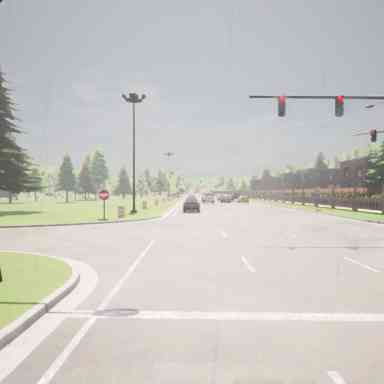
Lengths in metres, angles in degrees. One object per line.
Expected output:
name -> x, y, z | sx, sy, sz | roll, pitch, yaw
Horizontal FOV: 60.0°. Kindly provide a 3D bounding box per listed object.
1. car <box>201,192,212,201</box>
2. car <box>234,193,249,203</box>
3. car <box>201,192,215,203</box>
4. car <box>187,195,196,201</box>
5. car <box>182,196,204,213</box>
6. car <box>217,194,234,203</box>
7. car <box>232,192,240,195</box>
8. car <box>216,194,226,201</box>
car -> 3.393, 1.057, 78.548 | 2.150, 2.045, 5.566 | 0, 0, 0
car -> 10.408, 1.477, 68.107 | 1.882, 1.535, 5.008 | 0, 0, 0
car -> 3.408, 1.221, 68.128 | 2.150, 2.045, 5.566 | 0, 0, 0
car -> -0.107, 1.372, 78.513 | 2.033, 1.411, 5.357 | 0, 0, 0
car -> -0.051, 1.492, 37.480 | 2.128, 1.511, 4.902 | 0, 0, 0
car -> 6.907, 1.564, 68.519 | 1.994, 1.385, 4.181 | 0, 0, 0
car -> 10.393, 1.057, 78.557 | 2.150, 2.045, 5.566 | 0, 0, 0
car -> 6.893, 1.310, 78.522 | 1.882, 1.535, 5.008 | 0, 0, 0
